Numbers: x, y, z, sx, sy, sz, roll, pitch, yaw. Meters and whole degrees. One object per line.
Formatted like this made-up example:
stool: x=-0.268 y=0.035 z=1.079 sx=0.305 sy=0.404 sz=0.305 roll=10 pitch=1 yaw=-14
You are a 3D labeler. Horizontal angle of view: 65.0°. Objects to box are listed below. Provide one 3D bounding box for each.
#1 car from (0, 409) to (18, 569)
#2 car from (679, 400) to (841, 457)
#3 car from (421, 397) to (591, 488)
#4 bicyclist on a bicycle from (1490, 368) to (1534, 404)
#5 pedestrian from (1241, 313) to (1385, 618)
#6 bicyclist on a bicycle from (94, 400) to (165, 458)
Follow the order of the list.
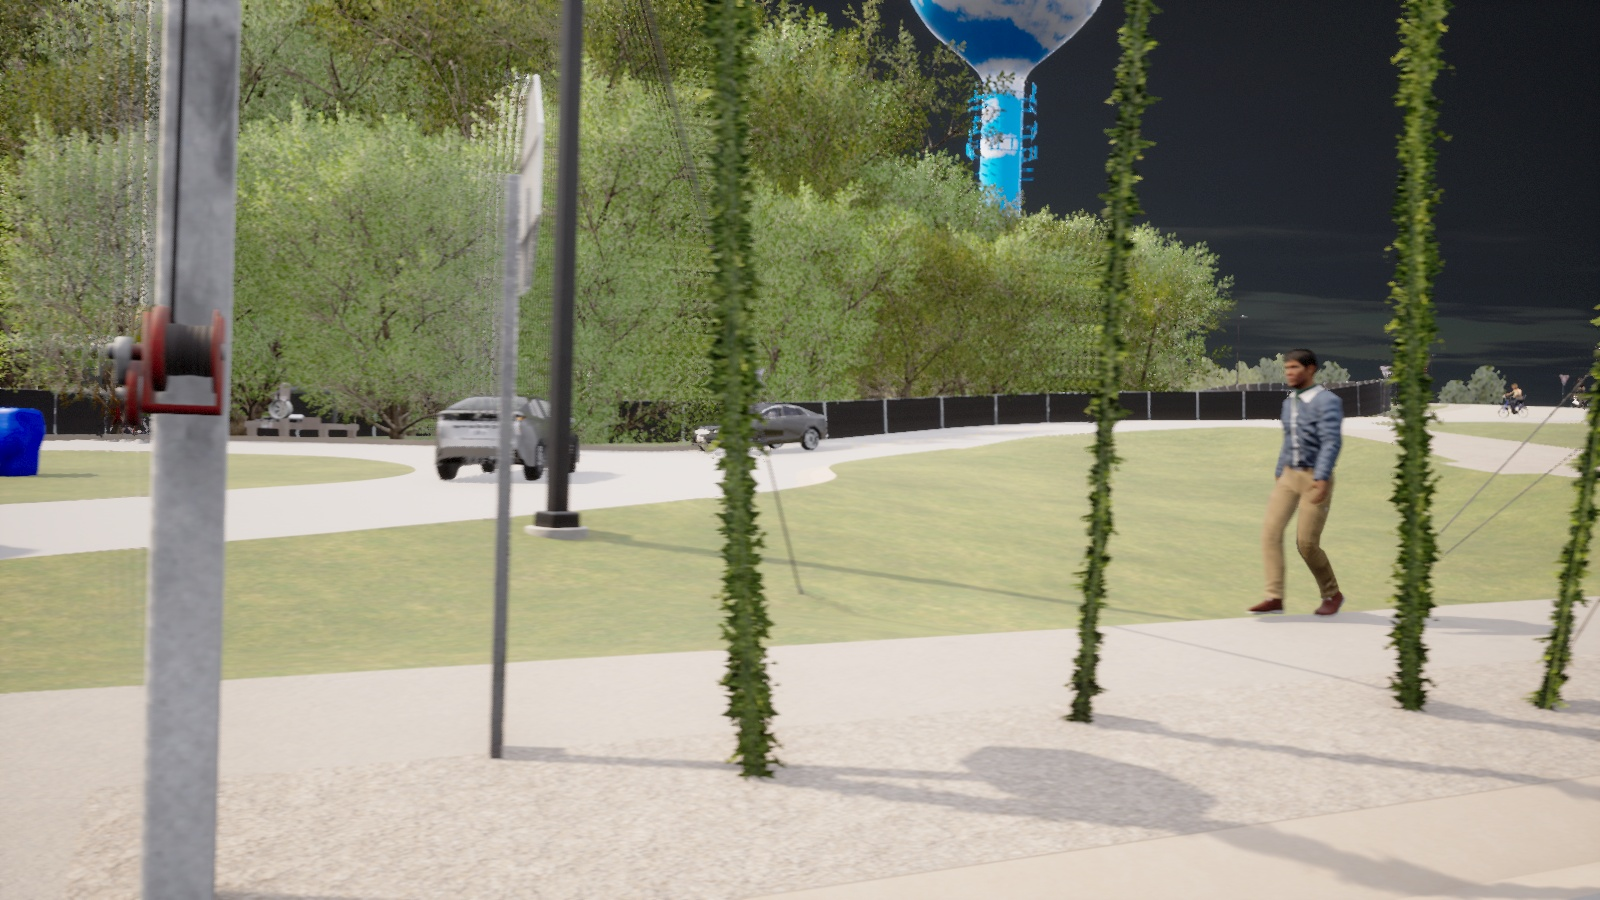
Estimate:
car: x=-9.312 y=0.424 z=10.072 sx=1.837 sy=1.490 sz=4.892 roll=0 pitch=2 yaw=27
car: x=-1.193 y=-0.707 z=39.353 sx=4.902 sy=1.511 sz=2.128 roll=-5 pitch=4 yaw=-45
car: x=-5.347 y=-0.190 z=23.475 sx=2.007 sy=1.525 sz=4.514 roll=-1 pitch=2 yaw=1
bicyclist on a bicycle: x=32.898 y=-2.963 z=58.008 sx=1.509 sy=1.612 sz=0.866 roll=-2 pitch=1 yaw=-7
pedestrian: x=3.418 y=0.101 z=8.377 sx=0.788 sy=1.949 sz=0.423 roll=0 pitch=0 yaw=-22
bicyclist on a bicycle: x=-19.078 y=-0.609 z=35.759 sx=1.656 sy=1.620 sz=0.582 roll=-1 pitch=3 yaw=-16
